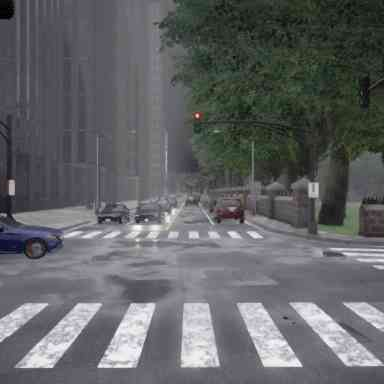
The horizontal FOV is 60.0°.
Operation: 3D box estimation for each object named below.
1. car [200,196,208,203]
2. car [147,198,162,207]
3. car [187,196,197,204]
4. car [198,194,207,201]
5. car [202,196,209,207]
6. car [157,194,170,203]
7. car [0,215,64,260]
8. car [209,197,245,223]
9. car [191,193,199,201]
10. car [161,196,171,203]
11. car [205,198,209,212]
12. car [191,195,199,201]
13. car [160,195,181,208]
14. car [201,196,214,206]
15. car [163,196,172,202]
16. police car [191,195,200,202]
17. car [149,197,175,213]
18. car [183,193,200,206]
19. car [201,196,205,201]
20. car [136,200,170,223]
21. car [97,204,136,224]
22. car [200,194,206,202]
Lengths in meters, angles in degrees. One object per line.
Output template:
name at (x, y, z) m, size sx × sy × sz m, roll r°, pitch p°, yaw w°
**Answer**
car at (2.664, 1.591, 74.403) m, size 1.752 × 1.417 × 4.829 m, roll 0°, pitch 0°, yaw 0°
car at (-5.831, 1.621, 52.389) m, size 1.802 × 1.307 × 4.206 m, roll 0°, pitch 0°, yaw 0°
car at (-0.086, 1.532, 65.242) m, size 1.882 × 1.535 × 5.008 m, roll 0°, pitch 0°, yaw 0°
car at (2.650, 1.398, 85.146) m, size 2.192 × 1.841 × 5.009 m, roll 0°, pitch 0°, yaw 0°
car at (2.708, 1.578, 41.493) m, size 2.008 × 1.369 × 4.403 m, roll 0°, pitch 0°, yaw 0°
car at (-5.853, 1.373, 68.760) m, size 2.192 × 1.841 × 5.009 m, roll 0°, pitch 0°, yaw 0°
car at (-6.747, 1.429, 11.044) m, size 4.674 × 1.442 × 1.812 m, roll 2°, pitch 0°, yaw -17°
car at (2.730, 1.325, 25.125) m, size 2.192 × 1.841 × 5.009 m, roll 0°, pitch 0°, yaw 0°
car at (0.779, 1.318, 91.808) m, size 2.150 × 2.045 × 5.566 m, roll 0°, pitch 0°, yaw 0°
car at (-5.861, 1.610, 74.217) m, size 1.887 × 1.381 × 4.507 m, roll 0°, pitch 0°, yaw 0°
car at (2.716, 1.587, 36.037) m, size 1.947 × 1.339 × 4.313 m, roll 0°, pitch 0°, yaw 0°
car at (0.786, 1.590, 85.778) m, size 1.837 × 1.490 × 4.892 m, roll 0°, pitch 0°, yaw 0°
car at (-3.148, 1.527, 48.103) m, size 2.128 × 1.511 × 4.902 m, roll 0°, pitch 0°, yaw 0°
car at (2.687, 1.486, 57.863) m, size 1.967 × 1.590 × 4.097 m, roll 0°, pitch 0°, yaw 0°
car at (-5.868, 1.618, 79.674) m, size 1.887 × 1.381 × 4.507 m, roll 0°, pitch 0°, yaw 0°
police car at (0.800, 1.494, 75.888) m, size 1.930 × 1.638 × 5.238 m, roll 0°, pitch 0°, yaw 0°
car at (-3.132, 1.546, 35.260) m, size 1.812 × 1.442 × 4.674 m, roll 0°, pitch 0°, yaw 0°
car at (-0.021, 1.395, 55.188) m, size 2.097 × 1.767 × 4.553 m, roll 0°, pitch 0°, yaw 0°
car at (2.701, 1.584, 46.950) m, size 2.008 × 1.369 × 4.403 m, roll 0°, pitch 0°, yaw 0°
car at (-3.134, 1.558, 25.623) m, size 2.033 × 1.411 × 5.357 m, roll 0°, pitch 0°, yaw 0°
car at (-5.795, 1.576, 25.104) m, size 1.947 × 1.339 × 4.313 m, roll 0°, pitch 0°, yaw 0°
car at (2.694, 1.480, 52.407) m, size 1.967 × 1.590 × 4.097 m, roll 0°, pitch 0°, yaw 0°
